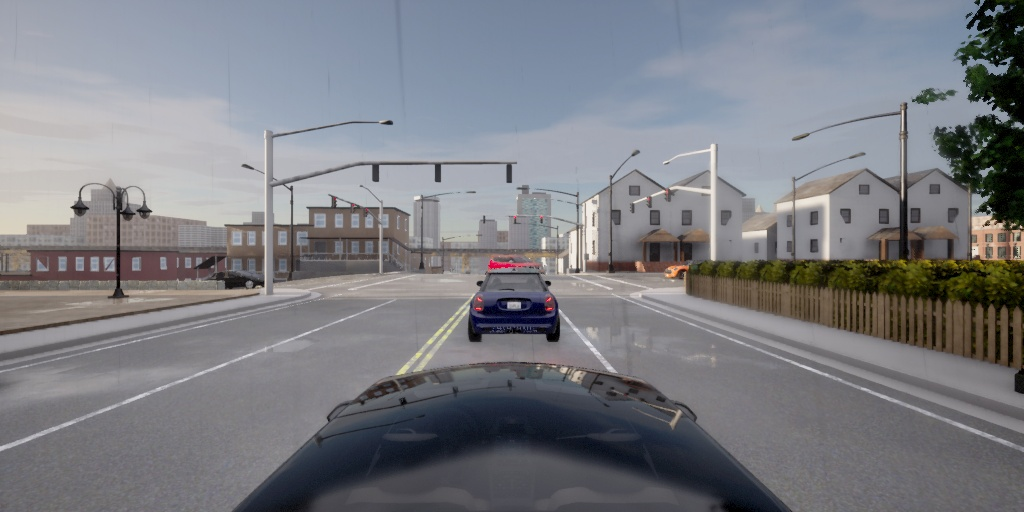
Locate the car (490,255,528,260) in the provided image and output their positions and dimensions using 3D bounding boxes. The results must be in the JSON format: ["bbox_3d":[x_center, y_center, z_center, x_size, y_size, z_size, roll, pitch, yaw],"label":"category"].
[{"bbox_3d":[0.212,0.934,30.444,2.150,2.045,5.566,-1,1,-42],"label":"car"}]

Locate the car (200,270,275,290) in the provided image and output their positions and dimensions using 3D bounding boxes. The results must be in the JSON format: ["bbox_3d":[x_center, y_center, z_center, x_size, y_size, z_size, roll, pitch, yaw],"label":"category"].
[{"bbox_3d":[-20.511,1.789,26.815,4.892,1.490,1.837,-5,0,-1],"label":"car"}]

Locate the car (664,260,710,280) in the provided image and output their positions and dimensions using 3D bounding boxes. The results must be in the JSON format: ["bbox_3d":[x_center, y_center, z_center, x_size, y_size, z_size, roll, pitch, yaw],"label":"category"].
[{"bbox_3d":[15.717,1.102,31.105,4.553,1.767,2.097,0,0,-1],"label":"car"}]

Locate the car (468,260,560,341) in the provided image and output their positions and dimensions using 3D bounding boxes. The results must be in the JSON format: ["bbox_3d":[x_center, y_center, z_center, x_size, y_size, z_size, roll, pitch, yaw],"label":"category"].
[{"bbox_3d":[0.054,1.102,10.009,2.097,1.767,4.553,0,0,0],"label":"car"}]
